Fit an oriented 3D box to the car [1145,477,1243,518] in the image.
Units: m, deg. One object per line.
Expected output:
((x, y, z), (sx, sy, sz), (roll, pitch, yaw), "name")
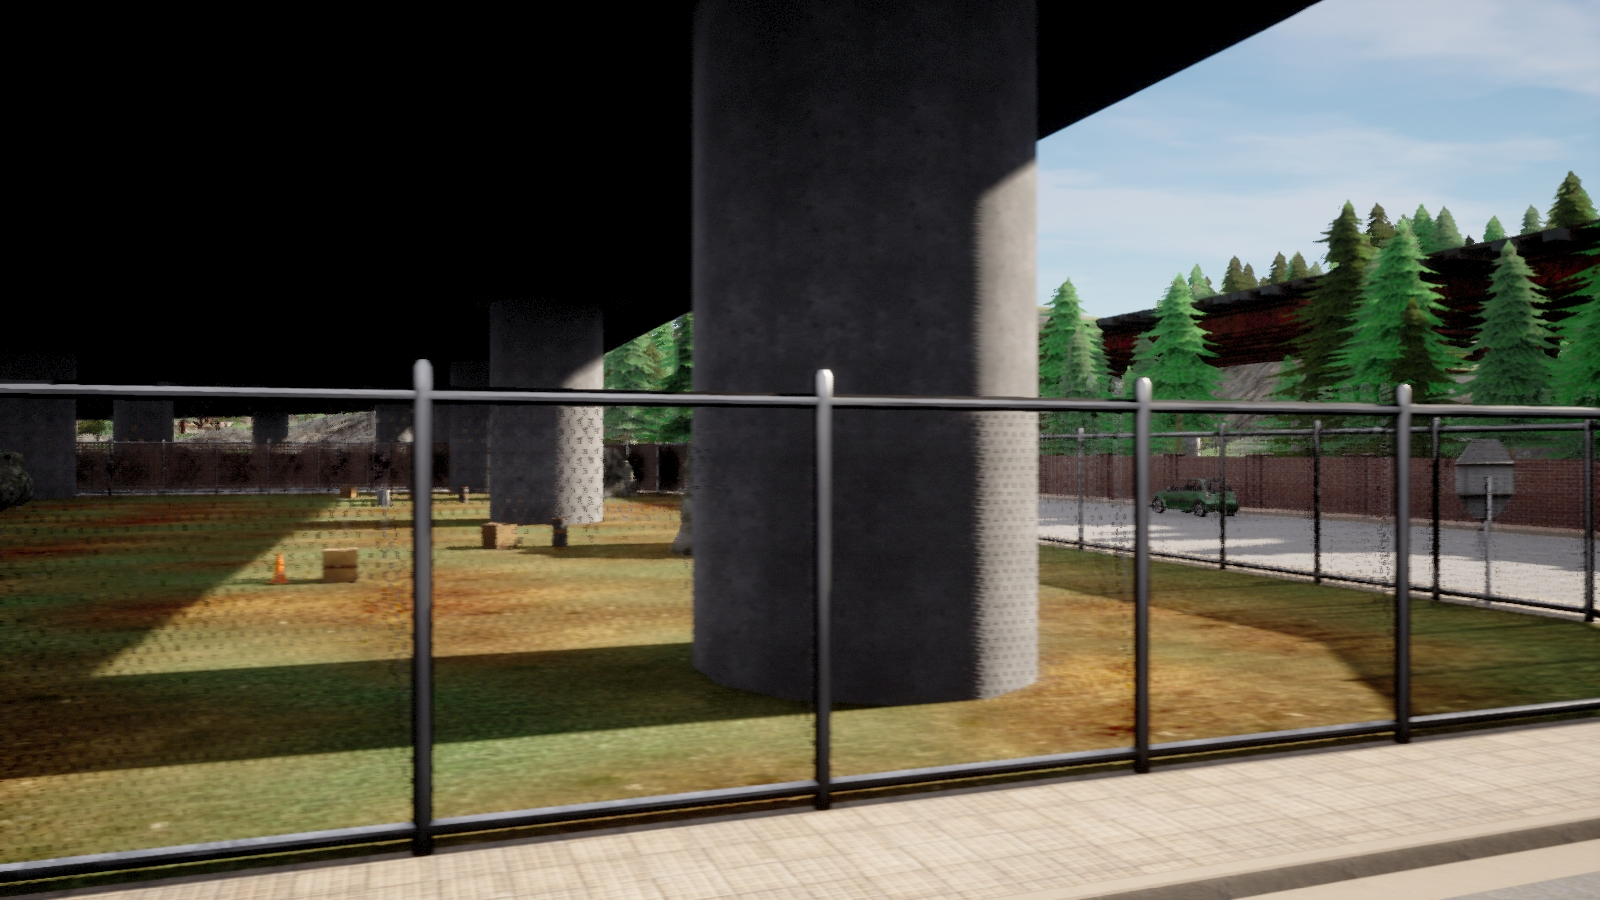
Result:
((16.837, 1.999, 49.035), (1.851, 1.617, 3.988), (0, 0, -20), "car")
